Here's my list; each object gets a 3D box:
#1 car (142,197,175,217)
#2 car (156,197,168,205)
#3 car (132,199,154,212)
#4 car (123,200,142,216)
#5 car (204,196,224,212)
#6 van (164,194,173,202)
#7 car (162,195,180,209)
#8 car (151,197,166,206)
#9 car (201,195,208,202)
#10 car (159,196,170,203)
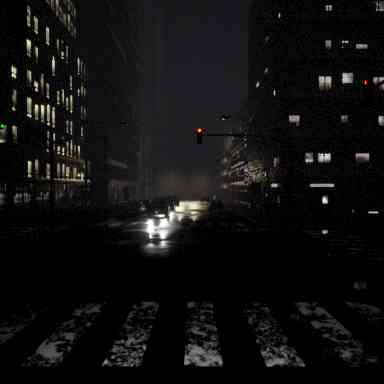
[{"bbox_3d":[-3.028,1.482,30.978,2.128,1.511,4.902,0,0,0],"label":"car"},{"bbox_3d":[-5.557,1.566,61.270,1.802,1.307,4.206,-1,0,0],"label":"car"},{"bbox_3d":[-5.612,1.555,38.652,1.947,1.339,4.313,-1,0,0],"label":"car"},{"bbox_3d":[-5.626,1.516,32.828,1.752,1.417,4.829,-1,0,0],"label":"car"},{"bbox_3d":[2.768,1.540,38.632,2.008,1.369,4.403,-1,0,0],"label":"car"},{"bbox_3d":[-5.520,1.322,78.234,1.690,1.788,3.998,-1,0,0],"label":"van"},{"bbox_3d":[-2.999,1.480,40.463,2.128,1.511,4.902,0,0,0],"label":"car"},{"bbox_3d":[-5.571,1.530,55.615,1.887,1.381,4.507,-1,0,0],"label":"car"},{"bbox_3d":[2.848,1.422,72.560,1.967,1.590,4.097,-1,0,0],"label":"car"},{"bbox_3d":[-5.544,1.528,66.925,1.887,1.381,4.507,-1,0,0],"label":"car"}]
